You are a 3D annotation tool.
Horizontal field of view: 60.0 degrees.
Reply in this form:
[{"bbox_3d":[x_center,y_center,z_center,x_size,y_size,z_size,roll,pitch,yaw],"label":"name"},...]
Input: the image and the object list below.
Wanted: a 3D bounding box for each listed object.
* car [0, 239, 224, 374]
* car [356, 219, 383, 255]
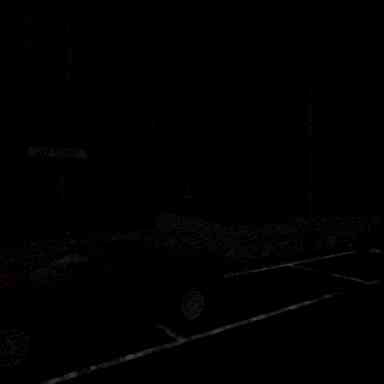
[{"bbox_3d":[-1.514,1.532,5.566,4.507,1.381,1.887,0,0,-35],"label":"car"},{"bbox_3d":[7.726,1.547,12.025,4.313,1.339,1.947,0,0,-35],"label":"car"}]
